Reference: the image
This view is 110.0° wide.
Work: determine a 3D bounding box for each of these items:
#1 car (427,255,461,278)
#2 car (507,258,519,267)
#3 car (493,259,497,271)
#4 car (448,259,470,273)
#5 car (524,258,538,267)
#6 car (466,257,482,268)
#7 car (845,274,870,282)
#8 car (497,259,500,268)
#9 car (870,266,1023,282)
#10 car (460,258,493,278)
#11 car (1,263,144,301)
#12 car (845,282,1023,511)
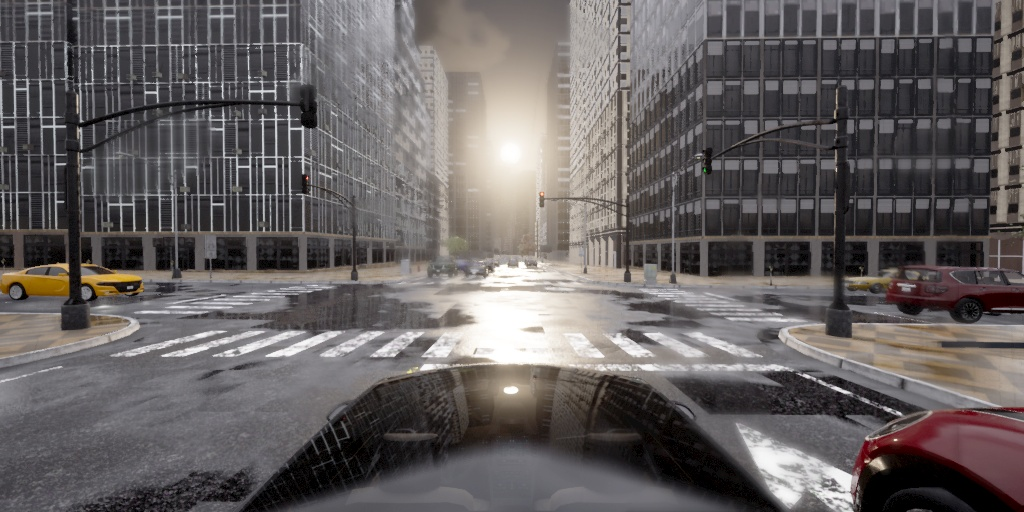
[{"bbox_3d":[-6.482,0.955,34.199,2.150,2.045,5.566,0,0,0],"label":"car"},{"bbox_3d":[0.209,1.269,63.377,1.994,1.385,4.181,0,0,0],"label":"car"},{"bbox_3d":[-3.206,1.325,44.985,1.895,1.301,4.718,0,0,0],"label":"car"},{"bbox_3d":[-6.456,1.203,44.162,1.882,1.535,5.008,0,0,0],"label":"car"},{"bbox_3d":[3.459,1.306,63.395,1.895,1.301,4.718,0,0,0],"label":"car"},{"bbox_3d":[-6.369,1.060,60.070,2.097,1.767,4.553,0,0,1],"label":"car"},{"bbox_3d":[21.865,1.410,20.803,4.829,1.417,1.751,0,0,1],"label":"car"},{"bbox_3d":[-3.102,1.254,61.977,2.033,1.411,5.357,0,0,1],"label":"car"},{"bbox_3d":[16.226,1.282,12.538,5.009,1.841,2.192,0,0,1],"label":"car"},{"bbox_3d":[-3.240,1.225,33.957,2.128,1.511,4.902,0,0,1],"label":"car"},{"bbox_3d":[-19.224,1.087,15.820,5.008,1.535,1.882,1,1,3],"label":"car"},{"bbox_3d":[3.253,1.102,0.425,2.097,1.767,4.553,0,0,0],"label":"car"}]
